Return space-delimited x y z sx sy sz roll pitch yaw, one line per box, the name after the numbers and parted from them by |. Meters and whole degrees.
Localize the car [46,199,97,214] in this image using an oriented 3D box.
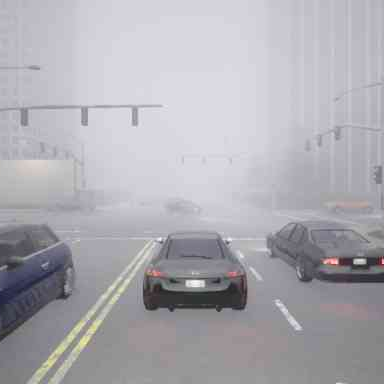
-12.258 1.446 34.028 4.902 1.511 2.128 1 1 -24 | car

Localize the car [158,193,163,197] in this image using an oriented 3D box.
-7.009 1.473 68.041 1.837 1.490 4.892 0 2 0 | car

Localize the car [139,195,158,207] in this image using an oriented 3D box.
-7.099 1.547 52.132 2.033 1.411 5.357 0 0 0 | car

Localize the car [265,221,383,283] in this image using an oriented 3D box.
3.582 1.547 9.679 2.033 1.411 5.357 0 0 -1 | car

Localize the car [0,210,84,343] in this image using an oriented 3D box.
-3.601 1.352 5.374 2.097 1.767 4.553 0 0 0 | car

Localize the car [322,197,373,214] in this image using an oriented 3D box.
15.493 1.297 33.285 4.553 1.767 2.097 0 0 0 | car

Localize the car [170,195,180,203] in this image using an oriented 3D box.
-3.506 1.477 69.179 1.882 1.535 5.008 0 0 0 | car

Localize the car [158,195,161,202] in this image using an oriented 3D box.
-3.600 1.504 50.433 1.837 1.490 4.892 0 0 0 | car

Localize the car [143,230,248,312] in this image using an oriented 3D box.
0.061 1.564 7.796 1.994 1.385 4.181 0 0 0 | car

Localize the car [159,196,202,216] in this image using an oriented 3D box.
-0.939 1.466 32.265 2.128 1.511 4.902 0 0 -32 | car
